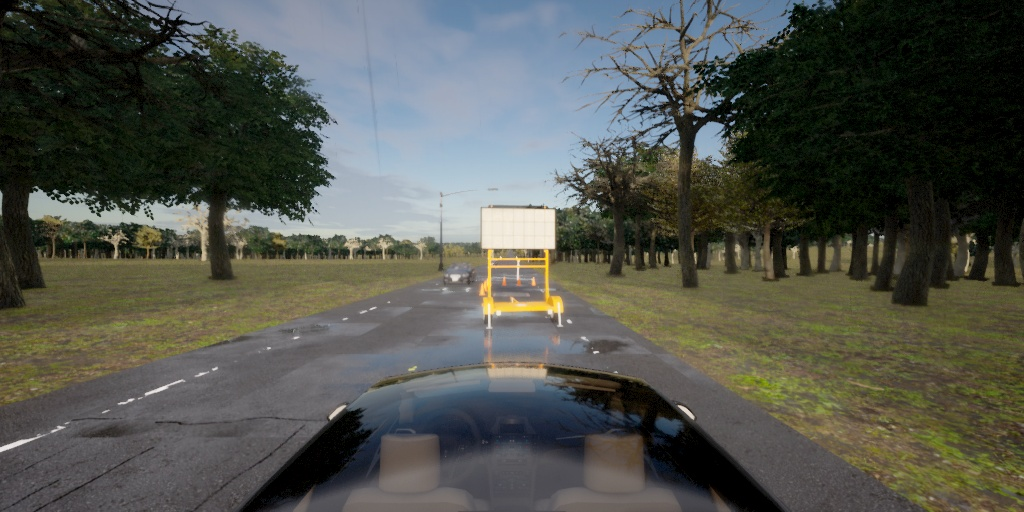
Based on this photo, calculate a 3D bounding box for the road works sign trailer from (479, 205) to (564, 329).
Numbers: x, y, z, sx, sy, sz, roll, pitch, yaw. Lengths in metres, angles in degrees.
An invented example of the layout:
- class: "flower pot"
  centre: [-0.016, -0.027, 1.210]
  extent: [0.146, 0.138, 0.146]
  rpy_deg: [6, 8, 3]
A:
- class: "road works sign trailer"
  centre: [0.180, 0.211, 11.369]
  extent: [2.380, 3.560, 2.880]
  rpy_deg: [0, 0, -8]

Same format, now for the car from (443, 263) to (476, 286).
- class: "car"
  centre: [-3.636, 1.240, 25.395]
  extent: [2.128, 1.511, 4.902]
  rpy_deg: [0, 0, 0]
